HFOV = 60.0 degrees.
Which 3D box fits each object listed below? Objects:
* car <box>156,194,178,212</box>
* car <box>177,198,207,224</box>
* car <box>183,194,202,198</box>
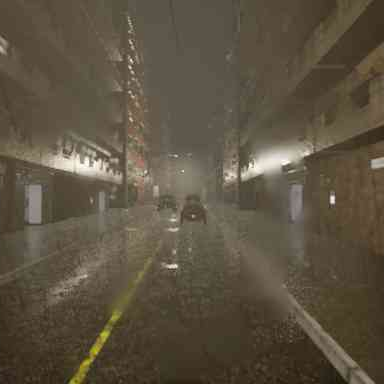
[{"bbox_3d":[-2.813,1.212,38.583,2.150,2.045,5.566,0,0,1],"label":"car"},{"bbox_3d":[0.094,1.476,24.758,1.882,1.535,5.008,0,0,0],"label":"car"},{"bbox_3d":[0.087,1.207,42.121,2.150,2.045,5.566,0,0,0],"label":"car"}]
